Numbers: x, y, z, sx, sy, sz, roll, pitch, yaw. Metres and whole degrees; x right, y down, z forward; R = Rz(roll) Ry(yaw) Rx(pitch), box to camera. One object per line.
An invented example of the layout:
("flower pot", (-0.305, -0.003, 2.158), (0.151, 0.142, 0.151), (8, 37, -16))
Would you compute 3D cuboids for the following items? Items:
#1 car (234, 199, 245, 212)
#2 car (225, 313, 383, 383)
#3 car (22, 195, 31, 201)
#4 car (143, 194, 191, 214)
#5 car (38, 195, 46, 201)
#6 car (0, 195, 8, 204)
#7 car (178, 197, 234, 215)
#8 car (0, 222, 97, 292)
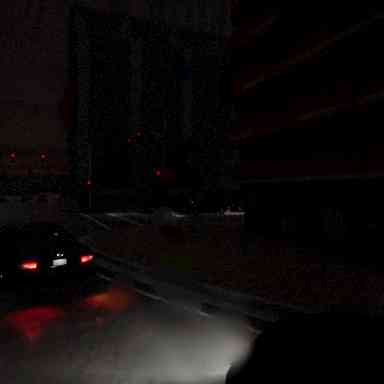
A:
("car", (6.614, 1.560, 40.320), (4.892, 1.490, 1.837), (0, 0, -22))
("car", (2.827, 1.547, 2.052), (5.357, 1.411, 2.033), (0, 0, 35))
("car", (-40.150, 1.525, 80.691), (2.128, 1.511, 4.902), (0, 0, -23))
("car", (-2.541, 1.277, 36.529), (5.566, 2.045, 2.150), (0, 0, -22))
("car", (-37.061, 1.540, 82.373), (2.033, 1.411, 5.357), (0, 0, -23))
("car", (-36.891, 1.355, 63.996), (2.097, 1.767, 4.553), (0, 0, -23))
("car", (1.448, 1.560, 34.393), (4.892, 1.490, 1.837), (0, 0, -22))
("car", (-4.390, 1.547, 9.074), (2.033, 1.411, 5.357), (0, 0, -39))
